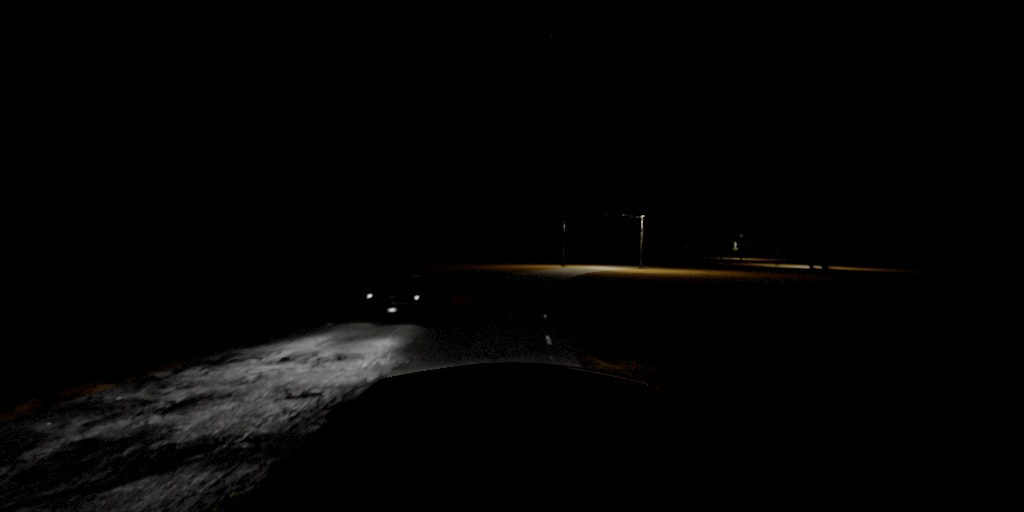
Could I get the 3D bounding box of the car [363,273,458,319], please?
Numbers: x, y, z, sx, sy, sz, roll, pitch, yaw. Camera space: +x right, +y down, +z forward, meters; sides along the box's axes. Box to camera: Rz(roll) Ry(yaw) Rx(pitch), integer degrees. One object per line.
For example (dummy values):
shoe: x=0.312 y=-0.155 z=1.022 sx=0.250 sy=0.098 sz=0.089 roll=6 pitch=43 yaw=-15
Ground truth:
car: x=-3.346 y=1.282 z=12.728 sx=1.895 sy=1.301 sz=4.718 roll=1 pitch=0 yaw=5
